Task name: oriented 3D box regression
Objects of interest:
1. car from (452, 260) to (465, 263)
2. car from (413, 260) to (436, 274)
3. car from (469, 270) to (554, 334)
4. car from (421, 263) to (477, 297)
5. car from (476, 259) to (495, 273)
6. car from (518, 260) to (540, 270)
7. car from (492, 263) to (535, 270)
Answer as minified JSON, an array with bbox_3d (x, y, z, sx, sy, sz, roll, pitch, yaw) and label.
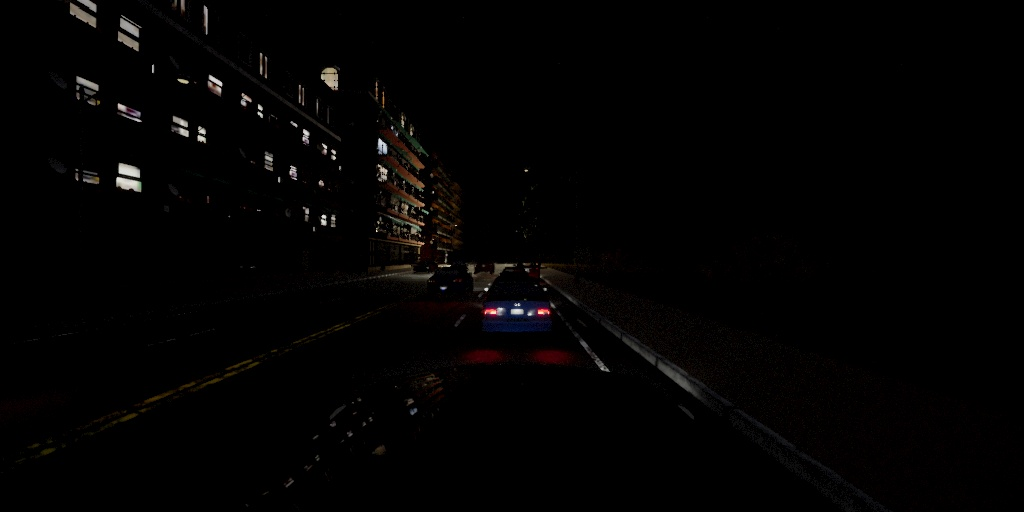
[{"bbox_3d":[-6.545,1.279,43.939,1.812,1.442,4.674,0,0,0],"label":"car"},{"bbox_3d":[-9.801,1.231,40.737,1.882,1.535,5.008,0,0,0],"label":"car"},{"bbox_3d":[0.112,1.299,10.570,2.033,1.411,5.357,0,0,0],"label":"car"},{"bbox_3d":[-3.130,1.278,18.665,1.812,1.442,4.674,0,0,0],"label":"car"},{"bbox_3d":[-3.100,1.106,41.388,2.097,1.767,4.553,0,0,0],"label":"car"},{"bbox_3d":[1.173,1.104,29.839,2.097,1.767,4.553,0,0,0],"label":"car"},{"bbox_3d":[0.118,1.317,20.904,1.994,1.385,4.181,0,0,1],"label":"car"}]
